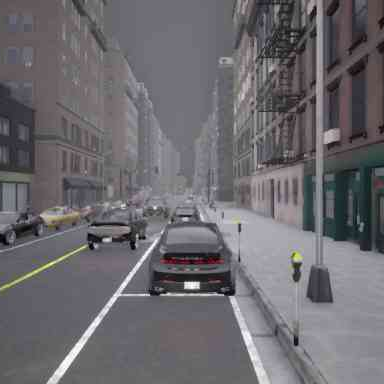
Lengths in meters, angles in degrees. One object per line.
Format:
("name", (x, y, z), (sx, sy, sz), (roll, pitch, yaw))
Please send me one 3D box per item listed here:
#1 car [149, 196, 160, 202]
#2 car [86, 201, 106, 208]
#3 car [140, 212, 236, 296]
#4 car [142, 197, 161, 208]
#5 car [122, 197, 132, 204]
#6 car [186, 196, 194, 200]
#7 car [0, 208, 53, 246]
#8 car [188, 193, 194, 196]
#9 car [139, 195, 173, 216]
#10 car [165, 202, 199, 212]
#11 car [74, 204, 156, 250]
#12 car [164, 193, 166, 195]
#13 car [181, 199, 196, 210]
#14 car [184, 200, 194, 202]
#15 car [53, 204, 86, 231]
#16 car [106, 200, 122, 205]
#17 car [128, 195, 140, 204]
("car", (-8.408, 1.520, 74.308), (2.008, 1.369, 4.403), (0, 0, 0))
("car", (-8.408, 1.580, 26.194), (1.802, 1.307, 4.206), (0, 0, 0))
("car", (0.000, 1.503, 8.650), (1.837, 1.490, 4.892), (0, 0, 0))
("car", (-5.770, 1.508, 48.245), (2.128, 1.511, 4.902), (0, 0, 0))
("car", (-8.408, 1.544, 37.020), (2.008, 1.369, 4.403), (0, 0, 0))
("car", (-0.383, 1.519, 37.181), (1.752, 1.417, 4.829), (0, 0, 0))
("car", (-8.408, 1.565, 15.368), (1.947, 1.339, 4.313), (0, 0, 0))
("car", (-0.382, 1.395, 90.663), (1.967, 1.590, 4.097), (0, 0, 0))
("car", (-3.020, 1.365, 29.216), (2.097, 1.767, 4.553), (0, 0, 0))
("car", (-0.383, 1.565, 20.772), (1.947, 1.339, 4.313), (0, 0, 0))
("car", (-3.020, 1.495, 14.246), (2.128, 1.511, 4.902), (0, 0, 0))
("car", (-8.408, 1.486, 85.047), (1.752, 1.417, 4.829), (0, 0, 0))
("car", (-0.383, 1.572, 42.423), (1.802, 1.307, 4.206), (0, 0, 0))
("car", (-0.383, 1.564, 26.185), (1.947, 1.339, 4.313), (0, 0, 0))
("car", (-8.408, 1.524, 20.611), (1.752, 1.417, 4.829), (0, 0, 0))
("car", (-8.408, 1.547, 31.607), (2.008, 1.369, 4.403), (0, 0, 0))
("car", (-8.408, 1.302, 47.845), (2.192, 1.841, 5.009), (0, 0, 0))
